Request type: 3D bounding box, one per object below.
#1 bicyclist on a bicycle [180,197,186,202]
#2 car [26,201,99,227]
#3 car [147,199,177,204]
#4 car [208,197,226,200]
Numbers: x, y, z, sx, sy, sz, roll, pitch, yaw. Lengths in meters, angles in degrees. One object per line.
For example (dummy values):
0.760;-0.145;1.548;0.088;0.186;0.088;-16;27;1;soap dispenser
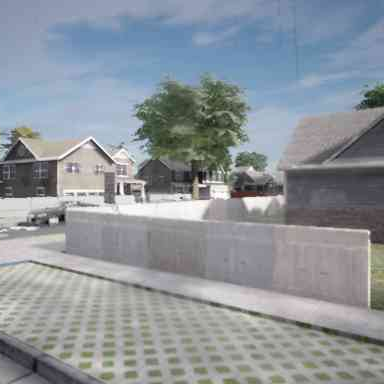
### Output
-0.610;1.141;22.670;1.656;1.620;0.582;0;0;34;bicyclist on a bicycle
-8.272;1.340;21.780;2.128;1.511;4.902;0;1;34;car
-2.735;1.317;30.013;2.033;1.411;5.357;0;1;34;car
2.877;1.251;38.322;1.994;1.385;4.181;0;1;34;car
